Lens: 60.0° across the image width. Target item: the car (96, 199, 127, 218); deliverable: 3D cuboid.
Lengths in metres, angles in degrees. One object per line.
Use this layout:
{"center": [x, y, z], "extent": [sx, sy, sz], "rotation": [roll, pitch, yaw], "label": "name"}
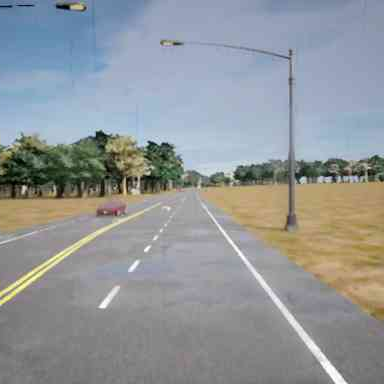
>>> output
{"center": [-7.105, 1.382, 29.730], "extent": [1.882, 1.535, 5.008], "rotation": [0, 0, 0], "label": "car"}
